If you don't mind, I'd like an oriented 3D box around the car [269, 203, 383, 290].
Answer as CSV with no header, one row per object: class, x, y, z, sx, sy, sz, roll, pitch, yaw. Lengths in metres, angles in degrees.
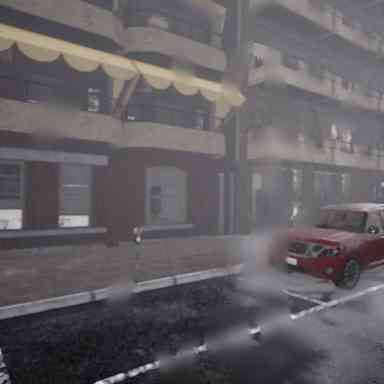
car,4.375,1.278,9.202,5.009,1.841,2.192,0,2,-36
